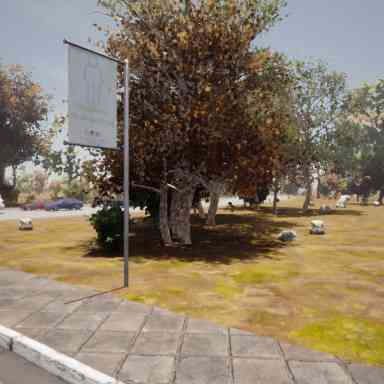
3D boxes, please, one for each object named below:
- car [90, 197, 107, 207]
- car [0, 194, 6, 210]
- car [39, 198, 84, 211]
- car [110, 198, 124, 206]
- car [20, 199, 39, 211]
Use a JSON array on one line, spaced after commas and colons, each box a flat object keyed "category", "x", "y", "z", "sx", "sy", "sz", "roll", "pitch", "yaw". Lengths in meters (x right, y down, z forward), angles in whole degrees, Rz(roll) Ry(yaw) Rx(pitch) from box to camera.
[{"category": "car", "x": -12.699, "y": 1.466, "z": 49.274, "sx": 1.837, "sy": 1.490, "sz": 4.892, "roll": 0, "pitch": 0, "yaw": 38}, {"category": "car", "x": -21.415, "y": 1.221, "z": 32.591, "sx": 2.150, "sy": 2.045, "sz": 5.566, "roll": 0, "pitch": 0, "yaw": 39}, {"category": "car", "x": -15.397, "y": 1.515, "z": 40.152, "sx": 1.812, "sy": 1.442, "sz": 4.674, "roll": 0, "pitch": 0, "yaw": 38}, {"category": "car", "x": -9.193, "y": 1.556, "z": 48.090, "sx": 1.895, "sy": 1.301, "sz": 4.718, "roll": 0, "pitch": 0, "yaw": 37}, {"category": "car", "x": -18.958, "y": 1.556, "z": 41.288, "sx": 1.994, "sy": 1.385, "sz": 4.181, "roll": 0, "pitch": 0, "yaw": 39}]
